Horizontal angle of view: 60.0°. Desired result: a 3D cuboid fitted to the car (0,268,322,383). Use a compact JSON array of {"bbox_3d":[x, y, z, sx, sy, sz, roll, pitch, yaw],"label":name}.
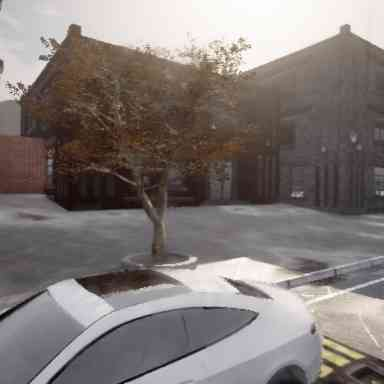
[{"bbox_3d":[-0.783,1.503,2.801,4.674,1.442,1.812,-1,0,-35],"label":"car"}]
